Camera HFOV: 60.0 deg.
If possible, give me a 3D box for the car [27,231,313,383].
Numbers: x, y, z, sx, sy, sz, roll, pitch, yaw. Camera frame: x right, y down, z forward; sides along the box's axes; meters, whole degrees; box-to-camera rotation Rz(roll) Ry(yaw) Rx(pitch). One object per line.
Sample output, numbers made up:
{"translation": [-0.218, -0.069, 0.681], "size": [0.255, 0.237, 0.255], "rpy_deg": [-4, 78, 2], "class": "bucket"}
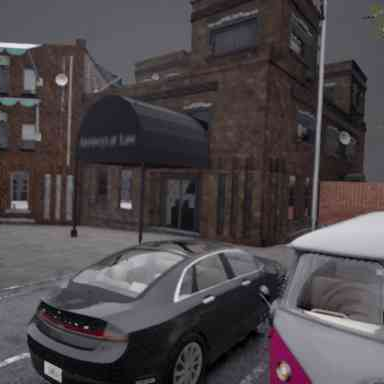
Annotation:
{"translation": [0.029, 1.491, 5.240], "size": [2.231, 1.521, 4.892], "rpy_deg": [1, 0, 35], "class": "car"}
